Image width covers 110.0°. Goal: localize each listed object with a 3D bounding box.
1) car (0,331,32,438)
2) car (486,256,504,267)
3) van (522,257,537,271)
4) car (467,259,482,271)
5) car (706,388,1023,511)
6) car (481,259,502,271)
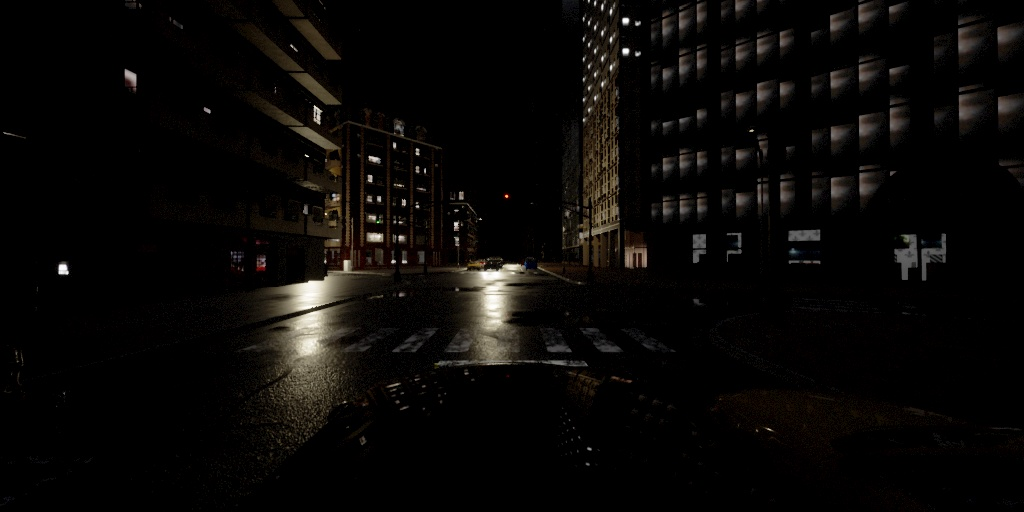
[{"bbox_3d":[-5.318,1.065,1.088,2.192,1.841,5.009,0,0,0],"label":"car"},{"bbox_3d":[-2.765,1.037,59.164,2.150,2.045,5.566,0,0,0],"label":"car"},{"bbox_3d":[2.625,1.136,50.077,1.690,1.789,3.998,0,0,0],"label":"van"},{"bbox_3d":[-5.255,1.321,49.917,1.751,1.417,4.829,0,0,0],"label":"car"},{"bbox_3d":[2.563,1.275,1.254,1.751,1.417,4.829,0,0,0],"label":"car"},{"bbox_3d":[-2.789,1.395,49.240,1.895,1.301,4.718,0,0,0],"label":"car"}]
